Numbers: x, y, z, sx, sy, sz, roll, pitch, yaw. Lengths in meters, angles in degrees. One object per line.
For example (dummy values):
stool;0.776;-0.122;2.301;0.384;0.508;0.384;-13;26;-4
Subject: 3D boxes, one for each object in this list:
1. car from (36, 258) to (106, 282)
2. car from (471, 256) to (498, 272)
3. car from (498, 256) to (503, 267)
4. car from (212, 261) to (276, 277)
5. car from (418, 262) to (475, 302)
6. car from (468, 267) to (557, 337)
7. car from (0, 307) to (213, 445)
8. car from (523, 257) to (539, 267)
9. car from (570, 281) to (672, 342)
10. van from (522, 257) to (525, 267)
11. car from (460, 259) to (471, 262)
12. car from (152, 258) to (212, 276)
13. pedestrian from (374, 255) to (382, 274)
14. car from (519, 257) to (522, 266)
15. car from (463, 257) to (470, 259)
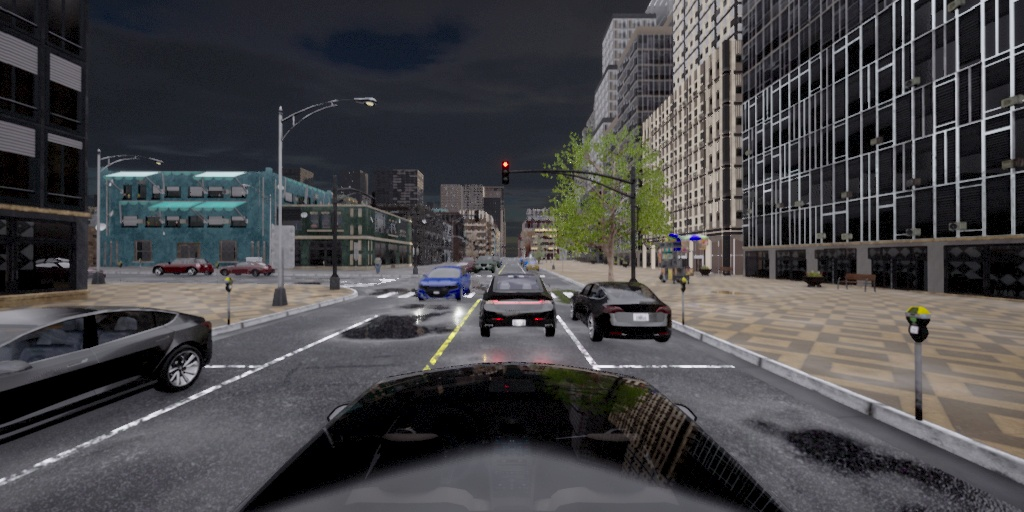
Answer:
car;-28.241;0.973;22.519;4.207;1.307;1.802;0;0;-1
car;-3.060;0.960;41.497;2.150;2.045;5.566;0;0;0
car;-3.055;0.957;58.478;2.150;2.045;5.566;0;0;0
car;-22.807;1.080;30.974;4.207;1.307;1.802;0;0;-1
car;-3.092;1.223;17.186;1.882;1.535;5.008;0;0;0
car;0.115;1.239;10.243;2.128;1.511;4.902;0;0;-1
car;-5.689;1.315;4.037;1.948;1.339;4.313;0;0;0
car;2.712;1.261;47.772;1.751;1.417;4.829;0;0;0
car;2.694;1.313;9.573;1.948;1.339;4.313;0;0;0
van;2.715;1.075;53.153;1.690;1.789;3.998;0;0;0
car;-5.671;1.320;42.052;1.802;1.307;4.207;0;0;0
car;-28.355;0.869;30.899;4.097;1.591;1.967;0;0;-1
pedestrian;-12.734;0.777;34.060;0.375;1.860;0.375;0;-1;-1
car;2.720;1.282;64.255;2.007;1.370;4.403;0;0;0
car;-5.668;1.051;47.603;2.192;1.841;5.009;0;0;0
